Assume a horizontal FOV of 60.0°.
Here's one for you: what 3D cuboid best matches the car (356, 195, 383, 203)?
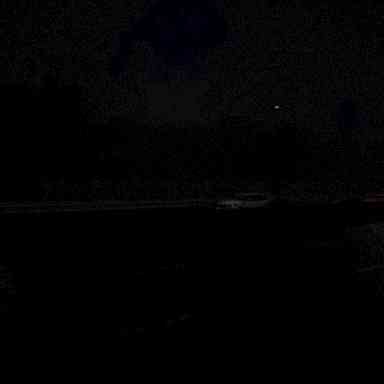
[{"bbox_3d":[22.751,1.091,40.697,5.008,1.535,1.882,-1,1,-33],"label":"car"}]

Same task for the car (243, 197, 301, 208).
[{"bbox_3d":[6.537,1.400,25.611,4.892,1.490,1.837,-1,0,-34],"label":"car"}]

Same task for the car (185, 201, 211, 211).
[{"bbox_3d":[1.713,1.498,30.794,4.718,1.301,1.895,0,0,-34],"label":"car"}]

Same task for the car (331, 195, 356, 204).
[{"bbox_3d":[19.995,1.122,43.073,4.902,1.511,2.128,-1,1,-33],"label":"car"}]

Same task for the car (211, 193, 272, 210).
[{"bbox_3d":[4.755,1.112,28.638,5.566,2.045,2.150,0,0,-34],"label":"car"}]
